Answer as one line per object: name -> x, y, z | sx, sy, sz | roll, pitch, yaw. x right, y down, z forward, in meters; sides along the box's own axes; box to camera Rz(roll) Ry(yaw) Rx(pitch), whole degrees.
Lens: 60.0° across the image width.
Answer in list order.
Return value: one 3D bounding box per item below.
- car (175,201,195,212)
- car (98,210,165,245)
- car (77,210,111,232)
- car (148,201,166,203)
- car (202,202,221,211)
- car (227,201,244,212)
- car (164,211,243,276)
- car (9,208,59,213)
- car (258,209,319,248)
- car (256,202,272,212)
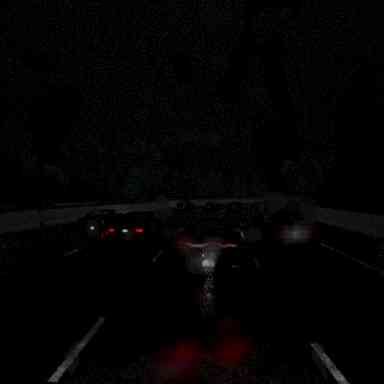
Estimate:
car -> -0.989, 1.952, 45.737 | 1.812, 1.442, 4.674 | 0, -1, 15
car -> -2.541, 1.698, 16.398 | 2.033, 1.411, 5.357 | 0, -1, 6
car -> -5.506, 1.795, 21.493 | 1.895, 1.301, 4.718 | 0, -1, 7
car -> -6.944, 2.210, 73.510 | 2.033, 1.411, 5.357 | 0, -1, 20
car -> 2.735, 1.997, 45.949 | 1.994, 1.385, 4.181 | 0, -1, 15
car -> 5.759, 1.909, 43.743 | 2.128, 1.511, 4.902 | 0, 0, 15
car -> 0.567, 1.596, 10.778 | 2.128, 1.511, 4.902 | 0, 0, 4
car -> -14.730, 1.772, 32.095 | 2.128, 1.511, 4.902 | 0, -1, 10
car -> 4.458, 1.717, 15.589 | 1.994, 1.385, 4.181 | 0, 0, 5
car -> 9.863, 2.002, 45.450 | 1.994, 1.385, 4.181 | 0, -1, 15
